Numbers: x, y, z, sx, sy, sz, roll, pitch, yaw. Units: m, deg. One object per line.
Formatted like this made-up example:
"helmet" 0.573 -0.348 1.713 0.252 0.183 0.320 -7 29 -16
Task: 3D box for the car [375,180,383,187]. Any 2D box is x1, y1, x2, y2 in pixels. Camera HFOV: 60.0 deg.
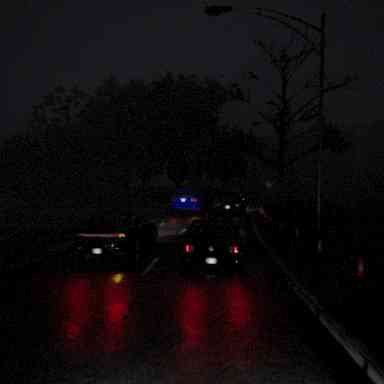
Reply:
"car" 38.217 -1.724 65.331 2.185 1.767 4.553 -1 4 -12

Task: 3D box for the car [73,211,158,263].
"car" -2.469 1.411 11.783 2.128 1.511 4.902 0 1 5

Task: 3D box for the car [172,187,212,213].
"car" 0.093 0.607 27.797 2.150 2.045 5.566 1 3 16

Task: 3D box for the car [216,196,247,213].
"car" 3.227 1.014 26.749 1.994 1.385 4.181 1 3 16

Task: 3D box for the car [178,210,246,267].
"car" 0.717 1.544 11.253 1.895 1.301 4.718 0 1 5
